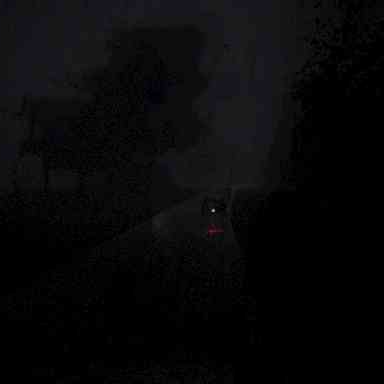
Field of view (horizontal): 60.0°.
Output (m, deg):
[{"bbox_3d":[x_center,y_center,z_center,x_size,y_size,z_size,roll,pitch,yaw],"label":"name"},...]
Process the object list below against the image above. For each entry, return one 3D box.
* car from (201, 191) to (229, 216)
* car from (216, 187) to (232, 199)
[{"bbox_3d":[1.770,0.964,25.899,1.837,1.490,4.892,0,2,6],"label":"car"},{"bbox_3d":[4.041,0.066,42.659,2.128,1.511,4.902,1,4,8],"label":"car"}]
